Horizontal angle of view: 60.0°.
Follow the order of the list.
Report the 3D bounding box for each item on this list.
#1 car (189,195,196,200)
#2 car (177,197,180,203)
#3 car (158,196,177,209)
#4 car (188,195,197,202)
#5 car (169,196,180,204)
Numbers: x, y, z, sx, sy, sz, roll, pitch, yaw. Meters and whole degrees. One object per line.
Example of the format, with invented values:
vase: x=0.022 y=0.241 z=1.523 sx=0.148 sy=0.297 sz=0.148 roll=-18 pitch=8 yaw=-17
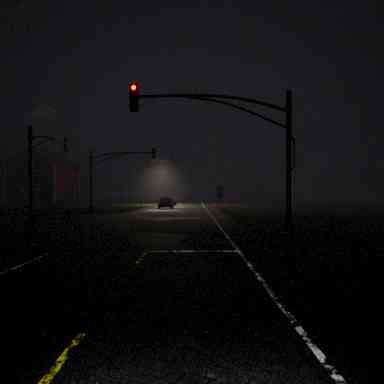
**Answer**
car: x=0.147 y=1.440 z=86.669 sx=1.994 sy=1.385 sz=4.181 roll=0 pitch=0 yaw=0
car: x=-3.487 y=1.477 z=55.064 sx=1.812 sy=1.442 sz=4.674 roll=0 pitch=0 yaw=1
car: x=-3.513 y=1.443 z=45.201 sx=1.882 sy=1.535 sz=5.008 roll=0 pitch=0 yaw=0
car: x=0.131 y=1.388 z=76.982 sx=1.882 sy=1.535 sz=5.008 roll=0 pitch=0 yaw=0
car: x=-3.433 y=1.536 z=64.992 sx=1.895 sy=1.301 sz=4.718 roll=0 pitch=0 yaw=1
